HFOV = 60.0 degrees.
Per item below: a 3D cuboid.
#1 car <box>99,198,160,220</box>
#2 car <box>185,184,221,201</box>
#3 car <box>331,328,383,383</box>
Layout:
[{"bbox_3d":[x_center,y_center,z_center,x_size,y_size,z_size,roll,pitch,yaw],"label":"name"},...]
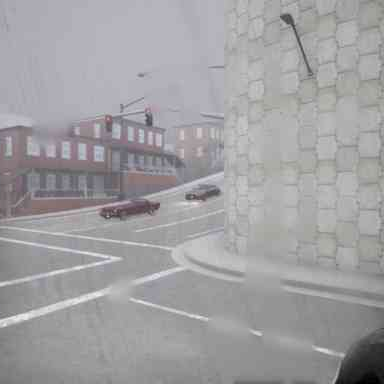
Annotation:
[{"bbox_3d":[-4.560,1.187,24.729,1.895,1.301,4.718,0,5,35],"label":"car"},{"bbox_3d":[1.101,-0.039,32.723,1.994,1.385,4.181,0,9,35],"label":"car"},{"bbox_3d":[3.308,1.492,1.604,4.902,1.511,2.128,0,0,36],"label":"car"}]
